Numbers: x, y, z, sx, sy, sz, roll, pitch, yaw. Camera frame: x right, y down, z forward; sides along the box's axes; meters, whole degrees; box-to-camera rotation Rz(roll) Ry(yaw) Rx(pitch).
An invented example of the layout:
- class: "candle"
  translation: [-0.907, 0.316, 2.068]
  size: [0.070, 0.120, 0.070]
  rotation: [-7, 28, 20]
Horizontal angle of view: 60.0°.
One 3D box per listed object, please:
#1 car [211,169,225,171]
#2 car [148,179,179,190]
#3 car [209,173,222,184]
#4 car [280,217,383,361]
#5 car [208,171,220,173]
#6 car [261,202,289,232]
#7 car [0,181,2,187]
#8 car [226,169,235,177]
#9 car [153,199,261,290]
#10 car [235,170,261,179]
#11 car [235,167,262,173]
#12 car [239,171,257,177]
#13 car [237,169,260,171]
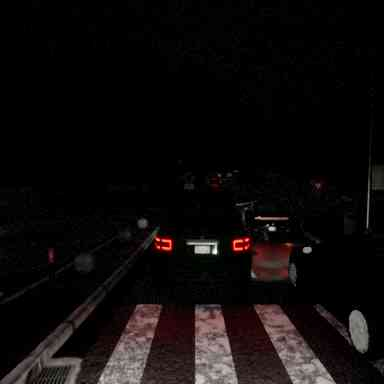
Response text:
- class: "car"
  translation: [6.736, -4.418, 86.438]
  size: [1.882, 1.535, 5.008]
  rotation: [1, 6, 10]
- class: "car"
  translation: [-4.379, -1.115, 50.142]
  size: [4.892, 1.490, 1.837]
  rotation: [0, 2, 3]
- class: "car"
  translation: [4.514, -2.514, 66.375]
  size: [1.837, 1.490, 4.892]
  rotation: [0, 5, 2]
- class: "car"
  translation: [3.212, 1.473, 5.920]
  size: [1.882, 1.535, 5.008]
  rotation: [0, 0, 1]
- class: "car"
  translation: [5.101, -3.482, 76.553]
  size: [1.882, 1.535, 5.008]
  rotation: [1, 5, 9]
- class: "car"
  translation: [3.708, 1.236, 16.738]
  size: [2.128, 1.511, 4.902]
  rotation: [0, 3, 6]
- class: "car"
  translation: [-34.355, -1.537, 57.083]
  size: [5.008, 1.535, 1.882]
  rotation: [2, 5, 41]
- class: "car"
  translation: [10.381, -4.697, 89.783]
  size: [1.812, 1.442, 4.674]
  rotation: [1, 6, 10]
- class: "car"
  translation: [0.267, 1.193, 9.195]
  size: [2.150, 2.045, 5.566]
  rotation: [0, 1, 1]
- class: "car"
  translation: [13.676, -3.923, 80.981]
  size: [4.892, 1.521, 2.231]
  rotation: [1, 5, 10]
- class: "car"
  translation: [15.151, -4.946, 89.045]
  size: [5.566, 2.045, 2.435]
  rotation: [1, 6, 10]
- class: "car"
  translation: [15.585, -4.927, 91.752]
  size: [4.792, 1.488, 2.163]
  rotation: [1, 6, 11]
- class: "car"
  translation: [14.195, -4.305, 83.663]
  size: [4.553, 1.767, 2.185]
  rotation: [1, 5, 10]
